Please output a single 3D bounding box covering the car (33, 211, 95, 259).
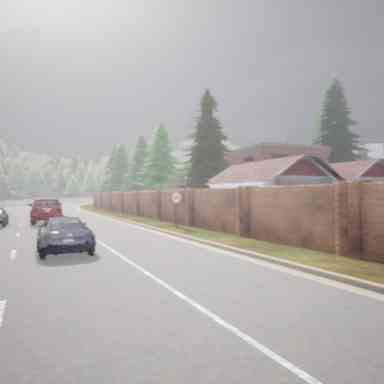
[{"bbox_3d":[-5.170,1.683,13.390,1.994,1.385,4.181,0,0,-26],"label":"car"}]

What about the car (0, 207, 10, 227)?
[{"bbox_3d":[-14.567,1.814,24.464,2.033,1.411,5.357,0,0,-26],"label":"car"}]

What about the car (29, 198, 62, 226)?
[{"bbox_3d":[-11.457,1.470,26.067,2.150,2.045,5.566,0,0,-26],"label":"car"}]
